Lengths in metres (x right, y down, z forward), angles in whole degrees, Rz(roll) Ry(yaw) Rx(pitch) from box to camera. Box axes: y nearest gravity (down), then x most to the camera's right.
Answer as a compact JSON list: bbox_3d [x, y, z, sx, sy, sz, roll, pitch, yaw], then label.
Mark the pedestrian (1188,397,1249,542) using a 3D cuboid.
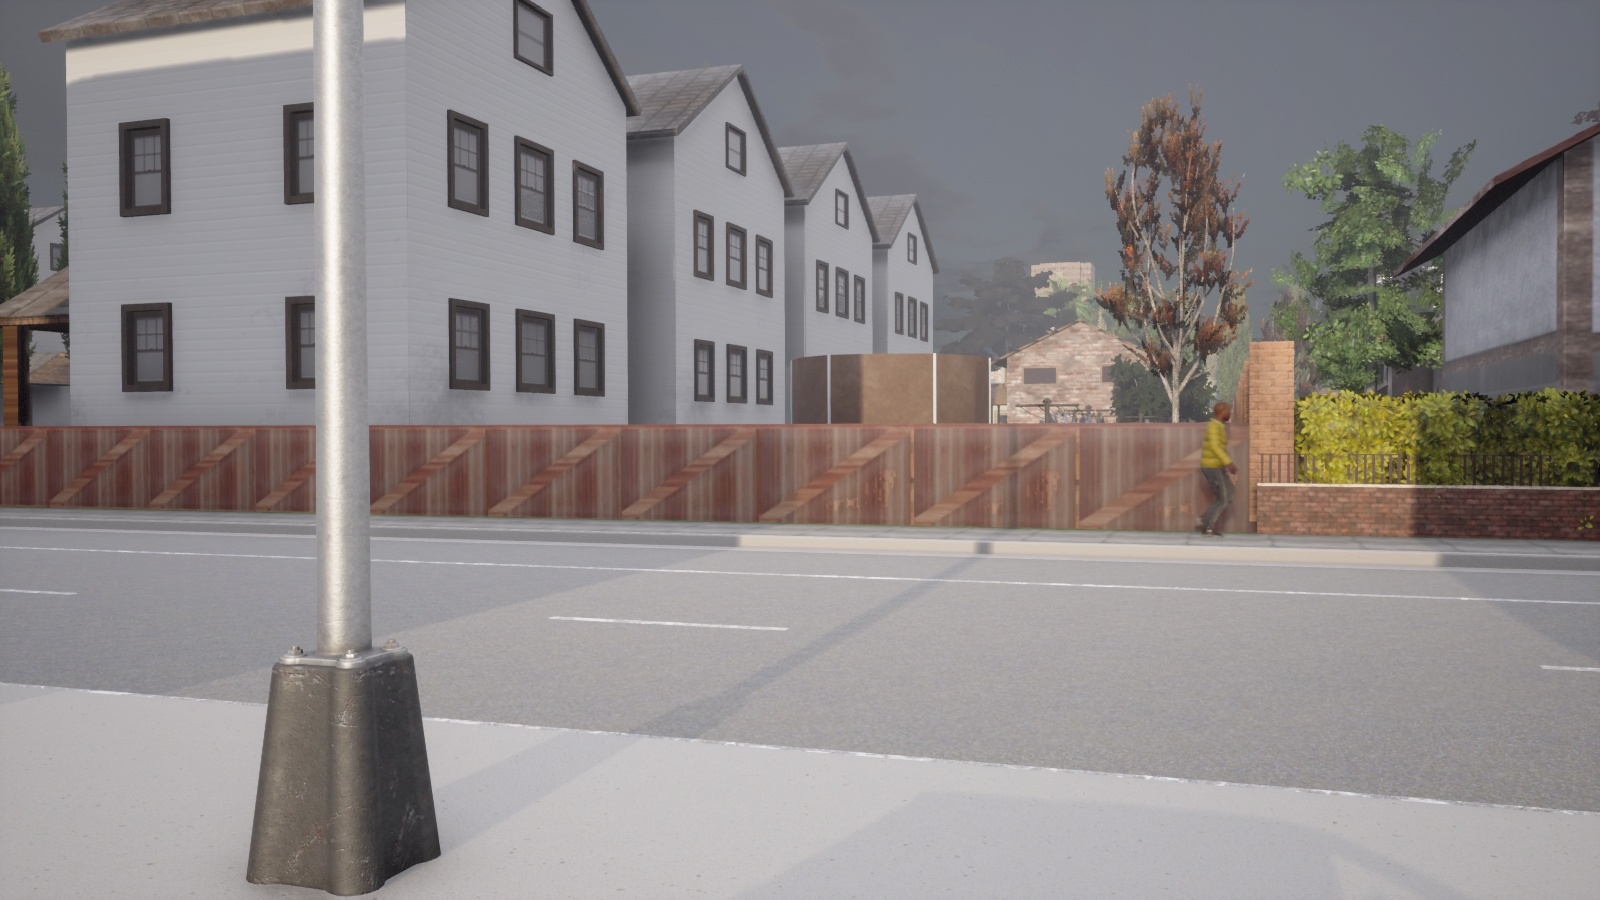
[{"bbox_3d":[5.401,0.242,16.214,0.726,1.835,0.370,1,1,19],"label":"pedestrian"}]
